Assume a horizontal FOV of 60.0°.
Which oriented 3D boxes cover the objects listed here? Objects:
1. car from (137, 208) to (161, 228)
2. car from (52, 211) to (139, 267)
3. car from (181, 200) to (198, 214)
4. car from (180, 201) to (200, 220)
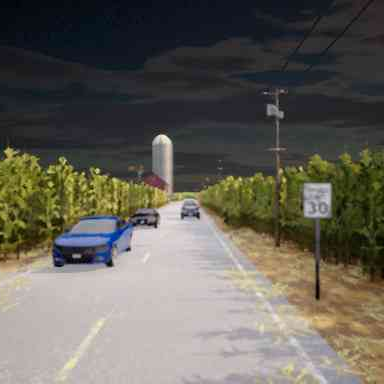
[{"bbox_3d":[-3.389,1.890,24.616,1.994,1.385,4.181,0,-1,0],"label":"car"},{"bbox_3d":[-3.387,1.641,12.205,1.882,1.535,5.008,0,-1,0],"label":"car"},{"bbox_3d":[-0.252,1.927,43.834,2.097,1.767,4.553,0,-1,1],"label":"car"},{"bbox_3d":[-0.162,1.965,33.399,1.812,1.442,4.674,0,-1,-1],"label":"car"}]
